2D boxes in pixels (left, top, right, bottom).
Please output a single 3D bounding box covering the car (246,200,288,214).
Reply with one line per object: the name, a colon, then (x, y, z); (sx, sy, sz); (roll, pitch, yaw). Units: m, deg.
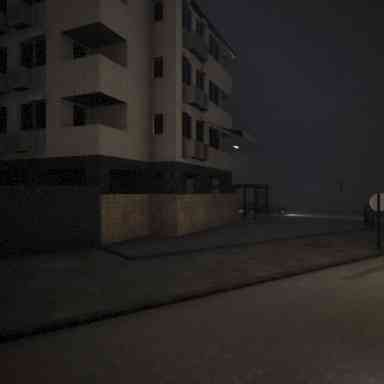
car: (7.498, 1.556, 35.409); (2.033, 1.411, 5.357); (0, 0, -35)
